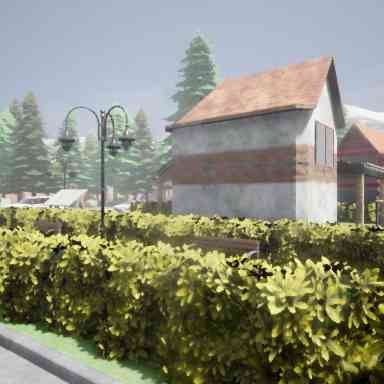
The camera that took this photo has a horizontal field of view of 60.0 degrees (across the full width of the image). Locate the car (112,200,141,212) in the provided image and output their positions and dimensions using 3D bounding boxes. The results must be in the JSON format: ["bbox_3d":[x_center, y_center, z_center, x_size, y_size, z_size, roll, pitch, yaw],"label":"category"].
[{"bbox_3d":[-7.029,1.688,38.370,1.812,1.442,4.674,0,0,37],"label":"car"}]

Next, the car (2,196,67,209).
[{"bbox_3d":[-13.725,1.384,29.123,2.150,2.045,5.566,0,0,36],"label":"car"}]
